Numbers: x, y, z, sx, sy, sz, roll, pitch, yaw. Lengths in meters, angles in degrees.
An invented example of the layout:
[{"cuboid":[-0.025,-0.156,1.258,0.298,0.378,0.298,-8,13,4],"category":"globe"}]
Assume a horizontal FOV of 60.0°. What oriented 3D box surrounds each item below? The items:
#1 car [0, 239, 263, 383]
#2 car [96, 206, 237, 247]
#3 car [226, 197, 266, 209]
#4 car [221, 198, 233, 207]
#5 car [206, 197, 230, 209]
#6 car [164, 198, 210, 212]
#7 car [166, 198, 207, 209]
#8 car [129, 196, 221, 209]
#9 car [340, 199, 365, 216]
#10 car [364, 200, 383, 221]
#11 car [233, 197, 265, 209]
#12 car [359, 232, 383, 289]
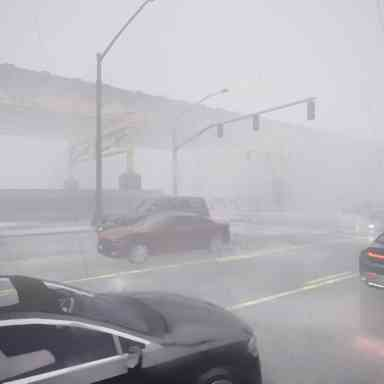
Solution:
[{"cuboid":[-1.529,1.491,2.664,4.902,1.511,2.128,0,0,-35],"category":"car"},{"cuboid":[-0.850,1.477,11.963,5.008,1.535,1.882,0,0,-35],"category":"car"},{"cuboid":[7.143,1.452,44.440,4.974,1.542,2.038,0,0,-7],"category":"car"},{"cuboid":[3.222,1.453,40.692,2.038,1.542,4.974,0,0,18],"category":"car"},{"cuboid":[3.238,1.295,40.741,1.853,1.218,4.536,0,0,18],"category":"car"},{"cuboid":[-0.530,1.453,38.017,4.974,1.542,2.038,0,0,8],"category":"car"},{"cuboid":[-0.582,1.295,38.025,4.536,1.218,1.853,0,0,8],"category":"car"},{"cuboid":[-1.594,1.221,15.676,5.566,2.045,2.150,0,0,-35],"category":"car"},{"cuboid":[16.348,1.507,32.675,4.892,1.490,1.837,1,-1,-42],"category":"car"},{"cuboid":[15.296,1.505,26.279,1.837,1.490,4.892,-1,-1,37],"category":"car"},{"cuboid":[7.092,1.295,44.434,4.536,1.218,1.853,0,0,-7],"category":"car"},{"cuboid":[5.901,1.505,7.947,4.892,1.490,1.837,0,0,-35],"category":"car"}]
